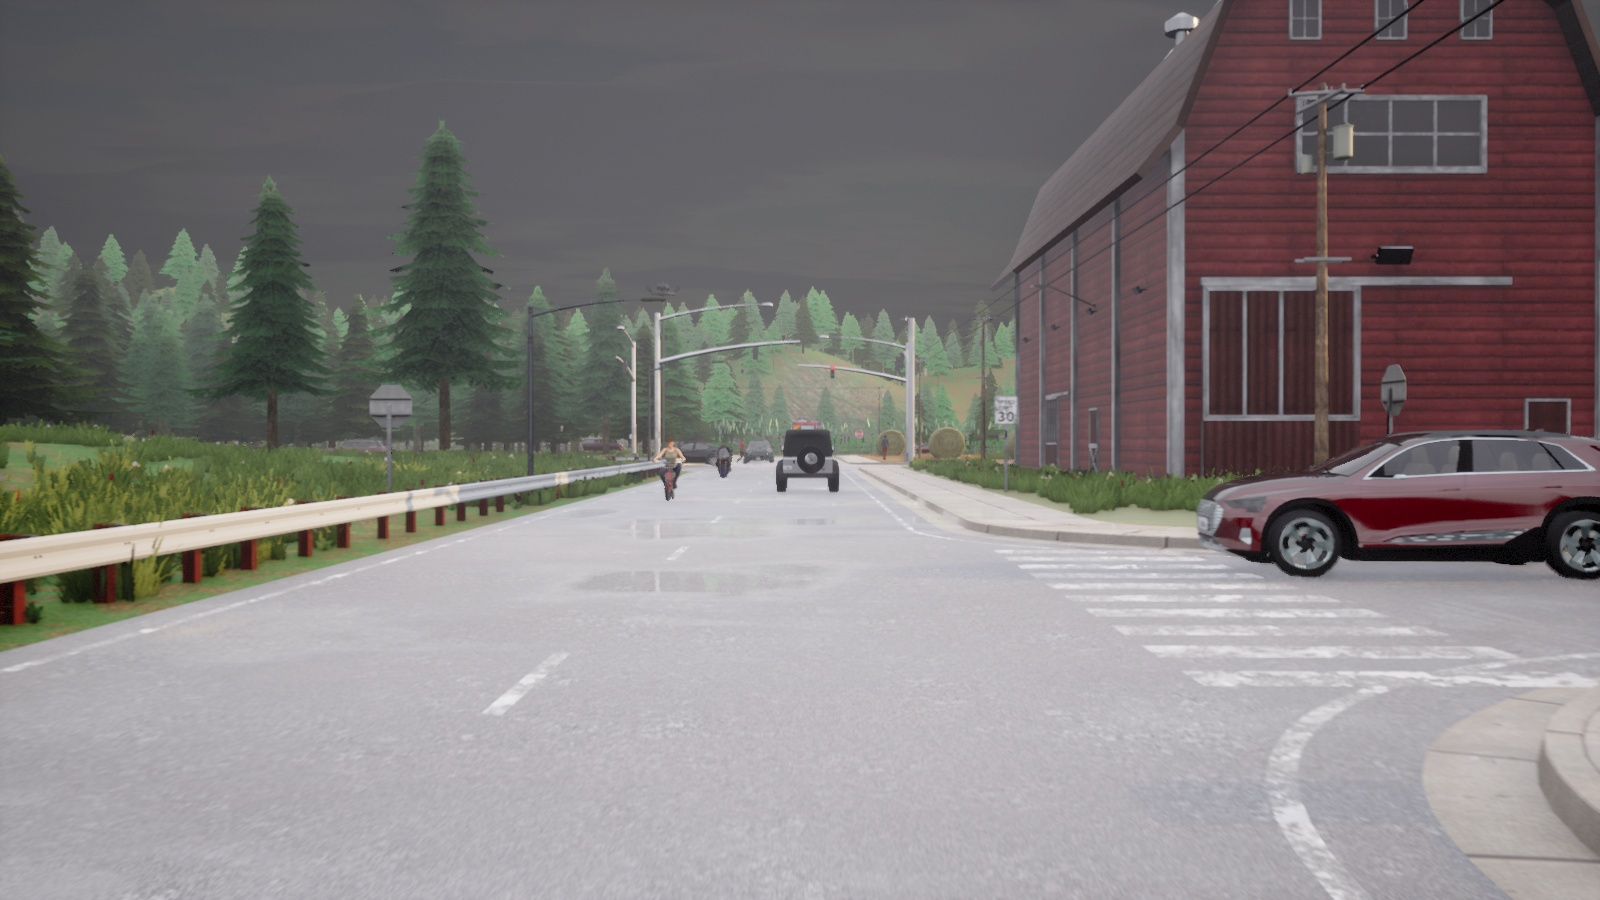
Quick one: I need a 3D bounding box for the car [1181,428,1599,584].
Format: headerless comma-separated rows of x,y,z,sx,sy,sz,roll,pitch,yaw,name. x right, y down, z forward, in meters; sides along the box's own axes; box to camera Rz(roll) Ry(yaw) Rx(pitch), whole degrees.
7.083,0.585,14.457,4.856,1.649,2.033,0,0,5,car

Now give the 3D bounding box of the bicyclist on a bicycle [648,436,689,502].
-3.300,0.468,31.732,0.866,1.612,1.509,0,0,1,bicyclist on a bicycle

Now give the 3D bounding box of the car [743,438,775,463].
-2.966,-0.008,91.499,2.097,1.767,4.553,0,0,0,car

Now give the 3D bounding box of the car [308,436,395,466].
-27.354,0.045,76.655,4.553,1.767,2.097,0,0,-1,car

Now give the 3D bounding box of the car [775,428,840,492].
0.235,0.284,38.755,1.905,1.878,3.866,0,0,0,car

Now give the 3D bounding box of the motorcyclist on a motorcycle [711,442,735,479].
-3.188,0.429,52.357,0.866,1.530,2.191,0,0,0,motorcyclist on a motorcycle

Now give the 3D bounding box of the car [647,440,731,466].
-6.787,0.187,76.912,5.008,1.535,1.882,0,0,-1,car
